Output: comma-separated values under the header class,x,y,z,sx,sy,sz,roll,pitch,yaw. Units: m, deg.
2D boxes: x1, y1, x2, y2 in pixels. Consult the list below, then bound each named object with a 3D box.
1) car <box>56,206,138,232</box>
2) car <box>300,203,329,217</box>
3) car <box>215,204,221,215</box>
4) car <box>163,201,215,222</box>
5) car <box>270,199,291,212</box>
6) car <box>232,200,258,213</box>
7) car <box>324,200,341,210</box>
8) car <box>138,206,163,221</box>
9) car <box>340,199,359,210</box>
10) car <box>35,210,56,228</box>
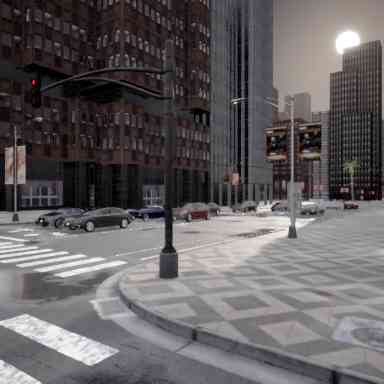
class,x,y,z,sx,sy,sz,roll,pitch,yaw
car,-6.149,1.739,22.165,1.837,1.490,4.892,0,-1,35
car,14.498,2.227,39.783,1.895,1.301,4.718,0,-1,35
car,1.548,1.995,38.685,1.837,1.490,4.892,0,-1,35
car,-0.200,1.736,30.578,2.097,1.767,4.553,0,-1,35
car,13.300,2.235,49.542,1.837,1.490,4.892,0,-1,35
car,7.464,1.992,47.003,2.097,1.767,4.553,0,-1,37
car,26.796,2.614,62.830,1.895,1.301,4.718,0,-1,35
car,-3.870,1.955,31.029,1.895,1.301,4.718,0,-1,35
car,28.715,2.476,59.912,1.882,1.535,5.008,0,-1,35
car,-8.918,1.791,23.874,1.994,1.385,4.181,0,-1,35
